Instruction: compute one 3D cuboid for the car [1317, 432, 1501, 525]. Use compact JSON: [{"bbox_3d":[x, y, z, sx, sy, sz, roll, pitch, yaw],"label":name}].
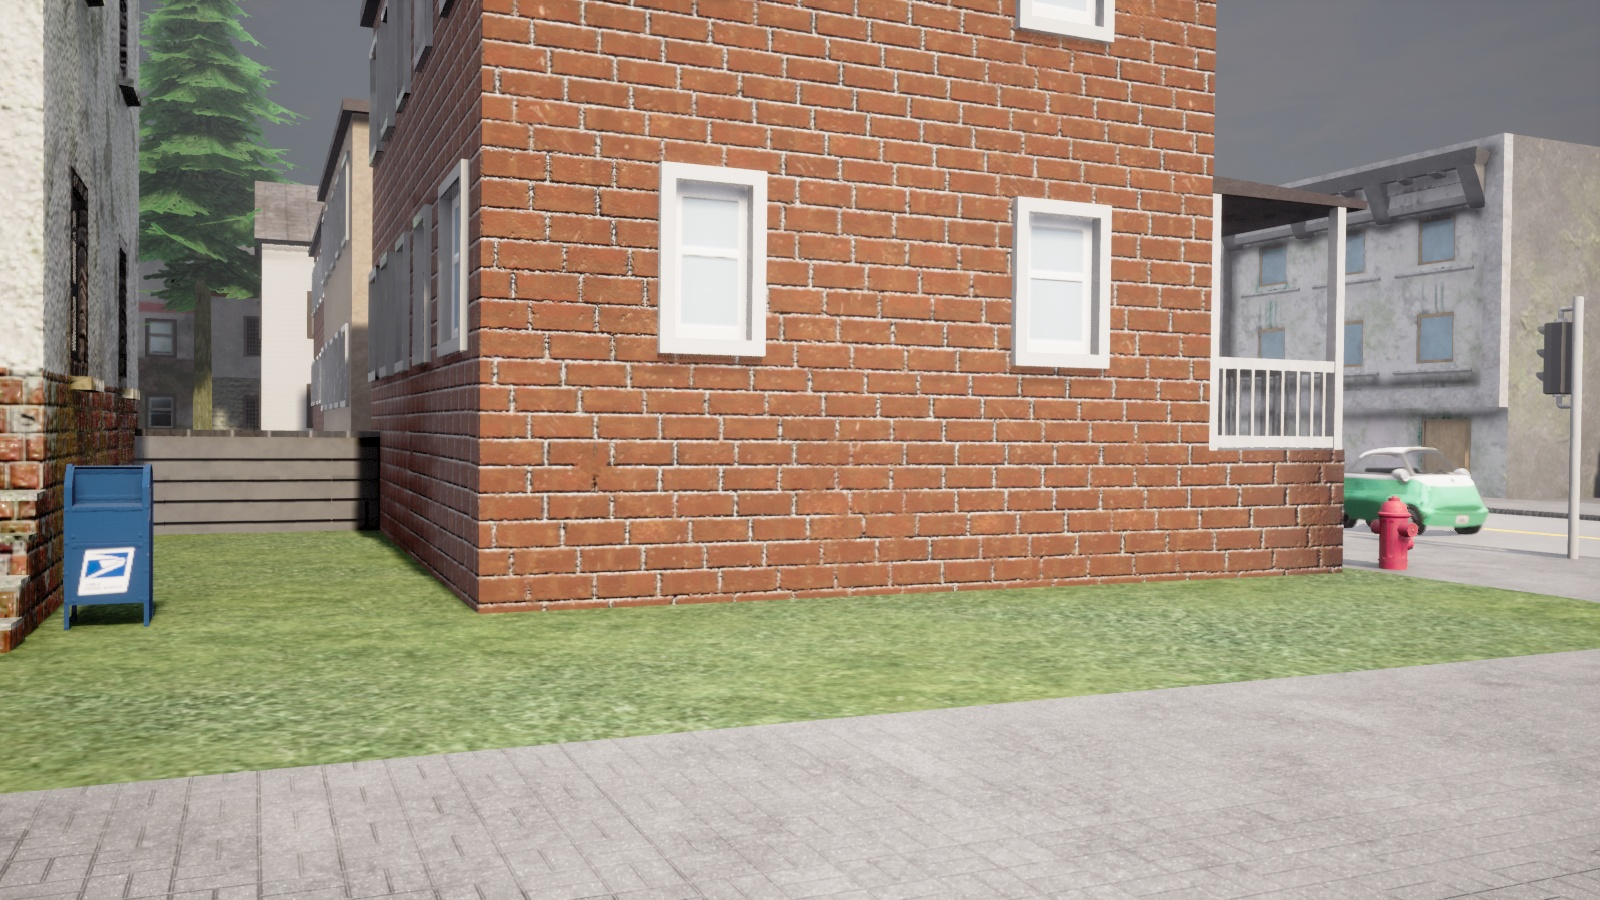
[{"bbox_3d":[9.711,0.419,20.126,1.481,1.376,2.207,-1,0,-23],"label":"car"}]
